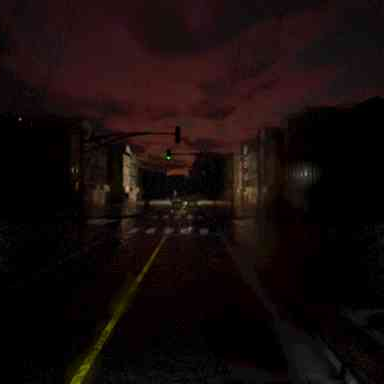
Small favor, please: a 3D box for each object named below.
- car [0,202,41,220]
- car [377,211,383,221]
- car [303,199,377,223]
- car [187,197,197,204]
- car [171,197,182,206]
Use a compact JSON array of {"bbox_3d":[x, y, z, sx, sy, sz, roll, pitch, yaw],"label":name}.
[{"bbox_3d":[-14.695,1.528,27.025,4.507,1.381,1.887,0,-1,0],"label":"car"},{"bbox_3d":[17.140,1.785,27.078,4.313,1.339,1.947,0,-1,0],"label":"car"},{"bbox_3d":[11.716,1.492,27.072,5.009,1.841,2.192,0,-1,0],"label":"car"},{"bbox_3d":[0.002,1.739,68.884,1.837,1.490,4.892,0,0,0],"label":"car"},{"bbox_3d":[-2.787,1.730,61.461,1.812,1.442,4.674,0,0,1],"label":"car"}]
